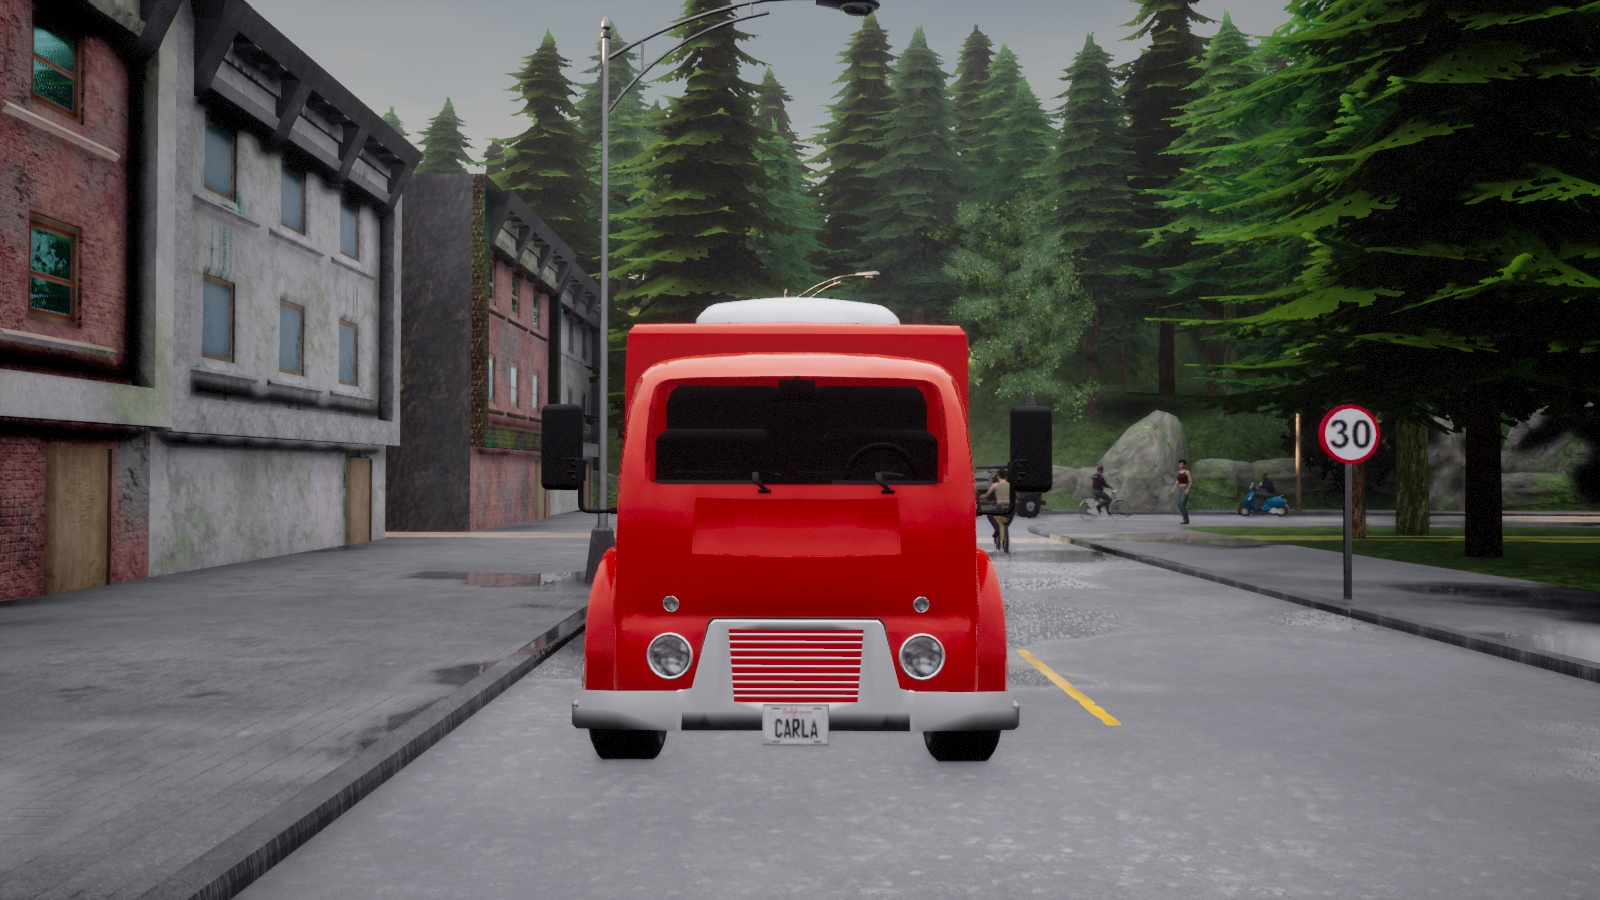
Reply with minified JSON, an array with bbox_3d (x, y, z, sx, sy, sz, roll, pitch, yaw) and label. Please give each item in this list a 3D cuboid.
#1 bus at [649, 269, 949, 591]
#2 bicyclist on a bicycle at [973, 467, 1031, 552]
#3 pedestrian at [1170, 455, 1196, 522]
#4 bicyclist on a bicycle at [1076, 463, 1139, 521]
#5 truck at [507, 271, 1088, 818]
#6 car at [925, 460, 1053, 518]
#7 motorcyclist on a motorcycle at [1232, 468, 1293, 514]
[{"bbox_3d":[-0.097,-0.197,21.749,3.944,4.253,10.273,0,-1,-1],"label":"bus"},{"bbox_3d":[3.937,1.147,24.589,0.866,1.612,1.509,0,-1,0],"label":"bicyclist on a bicycle"},{"bbox_3d":[10.597,1.064,34.751,0.594,1.836,0.345,0,-1,-29],"label":"pedestrian"},{"bbox_3d":[9.671,1.309,39.471,1.843,1.776,0.659,0,1,-20],"label":"bicyclist on a bicycle"},{"bbox_3d":[-0.024,0.467,8.306,2.627,2.467,5.204,0,-1,0],"label":"truck"},{"bbox_3d":[6.409,1.303,42.732,3.866,1.878,1.905,0,-1,-23],"label":"car"},{"bbox_3d":[16.301,1.445,44.300,1.817,1.590,0.866,0,-1,-1],"label":"motorcyclist on a motorcycle"}]
